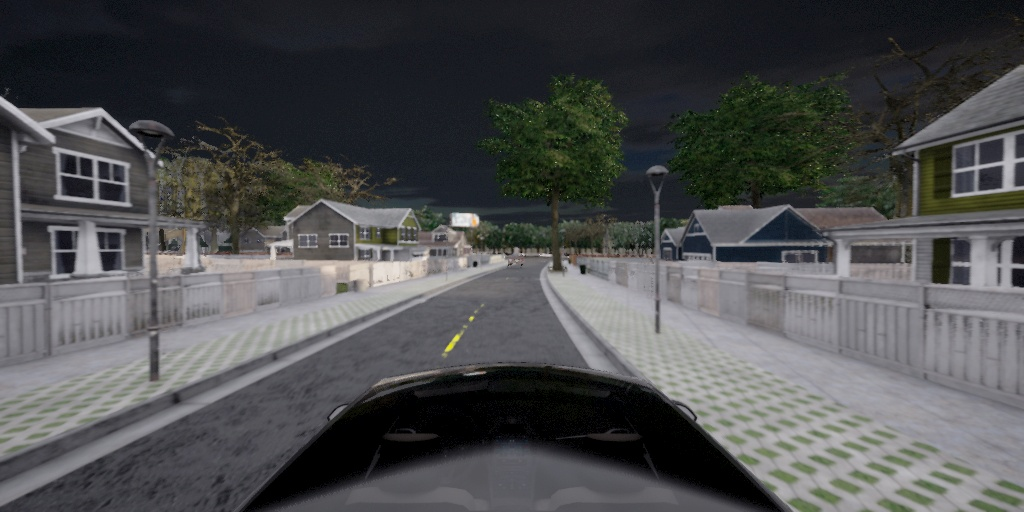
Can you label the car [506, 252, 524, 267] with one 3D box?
[{"bbox_3d":[0.572,0.462,53.271,2.150,2.045,5.566,0,1,8],"label":"car"}]
